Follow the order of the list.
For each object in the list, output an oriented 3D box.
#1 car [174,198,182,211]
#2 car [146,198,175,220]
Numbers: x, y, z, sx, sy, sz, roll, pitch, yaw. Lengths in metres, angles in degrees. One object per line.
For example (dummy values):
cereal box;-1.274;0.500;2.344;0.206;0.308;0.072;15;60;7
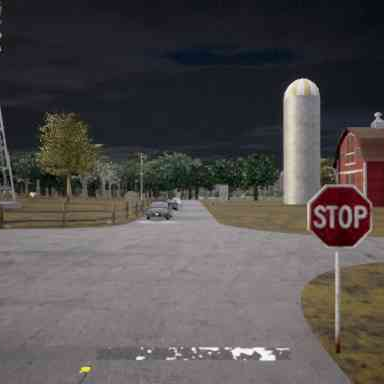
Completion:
car;-2.700;1.654;42.218;2.033;1.411;5.357;0;0;0
car;-2.784;1.556;29.150;1.837;1.490;4.892;0;0;1
